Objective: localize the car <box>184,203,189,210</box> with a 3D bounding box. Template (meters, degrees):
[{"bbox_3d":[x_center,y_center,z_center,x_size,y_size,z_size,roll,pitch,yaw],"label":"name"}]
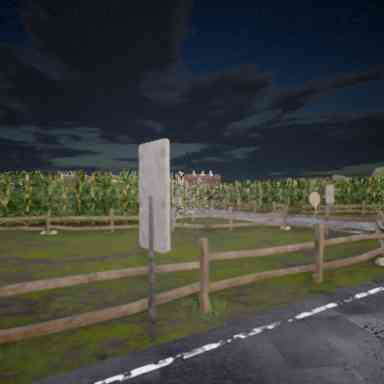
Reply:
[{"bbox_3d":[-2.081,1.901,47.873,1.837,1.490,4.892,-1,0,-25],"label":"car"}]
